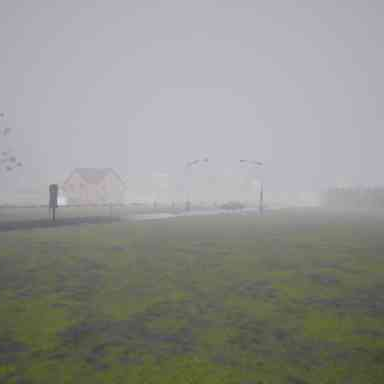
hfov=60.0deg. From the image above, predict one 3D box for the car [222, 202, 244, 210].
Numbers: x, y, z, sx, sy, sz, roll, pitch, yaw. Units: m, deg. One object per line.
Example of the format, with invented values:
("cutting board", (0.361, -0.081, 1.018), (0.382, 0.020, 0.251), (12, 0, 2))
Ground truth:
("car", (6.769, 2.331, 55.034), (1.895, 1.301, 4.718), (1, 0, 35))
